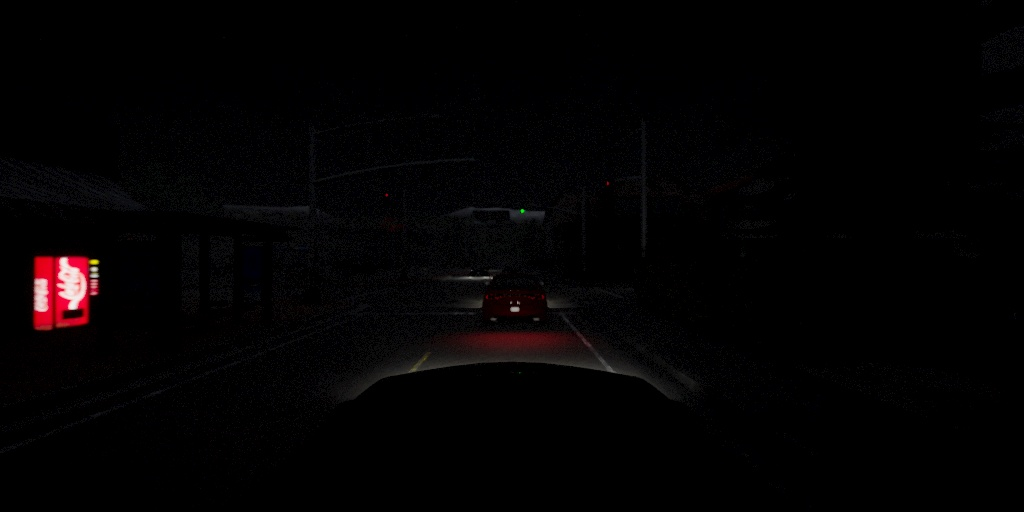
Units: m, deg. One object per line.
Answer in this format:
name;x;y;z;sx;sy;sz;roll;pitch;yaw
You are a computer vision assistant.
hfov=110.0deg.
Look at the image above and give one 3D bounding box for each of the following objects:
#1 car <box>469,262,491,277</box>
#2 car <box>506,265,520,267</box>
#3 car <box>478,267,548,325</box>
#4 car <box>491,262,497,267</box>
car;-3.603;1.508;40.095;1.812;1.442;4.674;0;0;-1
car;0.096;1.556;35.691;1.895;1.301;4.718;0;0;0
car;0.087;1.291;12.094;1.882;1.535;5.008;0;0;0
car;-3.525;1.663;62.150;2.033;1.411;5.357;0;0;0
